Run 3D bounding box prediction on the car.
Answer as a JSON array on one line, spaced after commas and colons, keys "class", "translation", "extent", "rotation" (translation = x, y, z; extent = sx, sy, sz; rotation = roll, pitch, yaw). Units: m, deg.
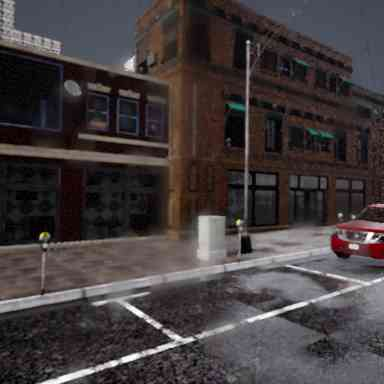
[{"class": "car", "translation": [6.925, 1.328, 11.473], "extent": [5.009, 1.841, 2.192], "rotation": [0, 1, -35]}]
